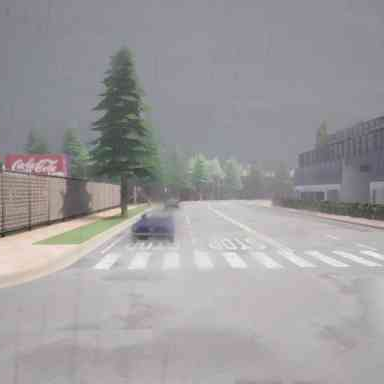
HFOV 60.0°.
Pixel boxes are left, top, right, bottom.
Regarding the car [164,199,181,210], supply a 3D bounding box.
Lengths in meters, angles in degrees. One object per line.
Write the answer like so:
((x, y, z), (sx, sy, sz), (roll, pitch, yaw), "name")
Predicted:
((-2.456, 1.550, 42.548), (2.033, 1.411, 5.357), (0, 0, -1), "car")

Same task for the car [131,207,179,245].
((-1.704, 1.606, 15.822), (1.895, 1.301, 4.718), (0, 0, -2), "car")
